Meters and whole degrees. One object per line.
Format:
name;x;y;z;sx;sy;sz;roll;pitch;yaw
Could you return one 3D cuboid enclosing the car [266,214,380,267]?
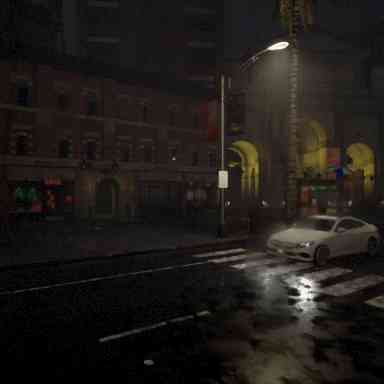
car;4.651;1.526;11.477;4.674;1.442;1.812;0;0;-34
